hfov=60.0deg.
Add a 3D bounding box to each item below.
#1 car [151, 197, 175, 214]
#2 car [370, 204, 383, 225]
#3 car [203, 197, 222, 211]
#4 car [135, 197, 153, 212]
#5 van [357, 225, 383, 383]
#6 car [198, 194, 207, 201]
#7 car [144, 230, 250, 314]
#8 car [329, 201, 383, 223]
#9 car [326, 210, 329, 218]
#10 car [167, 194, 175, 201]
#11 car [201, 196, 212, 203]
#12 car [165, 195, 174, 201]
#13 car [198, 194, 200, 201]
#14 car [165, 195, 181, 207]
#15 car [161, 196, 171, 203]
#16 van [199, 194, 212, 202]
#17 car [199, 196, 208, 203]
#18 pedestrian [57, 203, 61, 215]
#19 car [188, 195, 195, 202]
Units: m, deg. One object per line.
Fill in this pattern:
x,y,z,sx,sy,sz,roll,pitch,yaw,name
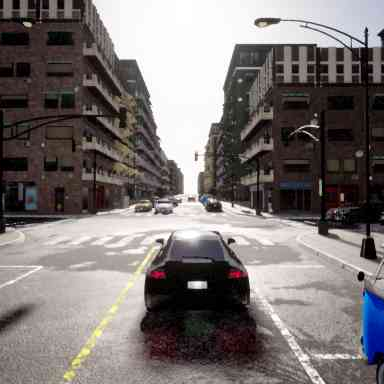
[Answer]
-2.976,1.539,35.259,1.812,1.442,4.674,0,0,-2,car
13.512,1.583,19.880,4.313,1.339,1.947,0,-1,1,car
2.651,1.581,40.063,1.947,1.339,4.313,1,0,0,car
-5.728,1.541,39.881,1.752,1.417,4.829,1,0,0,car
2.671,1.342,2.116,1.690,1.788,3.998,1,0,0,van
2.596,1.355,85.203,2.192,1.841,5.009,1,0,0,car
0.090,1.566,7.719,1.994,1.385,4.181,0,0,0,car
13.500,1.474,25.673,4.553,1.767,2.097,0,-1,1,car
13.605,1.609,28.262,4.097,1.590,1.967,0,-1,1,car
-5.793,1.483,90.835,1.967,1.590,4.097,1,0,0,car
2.643,1.569,45.705,2.008,1.369,4.403,1,0,0,car
-5.788,1.590,85.192,2.008,1.369,4.403,1,0,0,car
2.615,1.555,68.445,1.752,1.417,4.829,1,0,0,car
-3.162,1.622,52.331,1.895,1.301,4.718,0,0,0,car
-5.773,1.577,73.907,1.887,1.381,4.507,1,0,0,car
2.632,1.364,56.990,1.690,1.788,3.998,1,0,0,van
2.606,1.614,73.918,1.802,1.307,4.206,1,0,0,car
-12.580,1.598,31.477,0.500,1.100,0.500,0,-1,1,pedestrian
-0.105,1.562,80.594,2.128,1.511,4.902,0,0,0,car
